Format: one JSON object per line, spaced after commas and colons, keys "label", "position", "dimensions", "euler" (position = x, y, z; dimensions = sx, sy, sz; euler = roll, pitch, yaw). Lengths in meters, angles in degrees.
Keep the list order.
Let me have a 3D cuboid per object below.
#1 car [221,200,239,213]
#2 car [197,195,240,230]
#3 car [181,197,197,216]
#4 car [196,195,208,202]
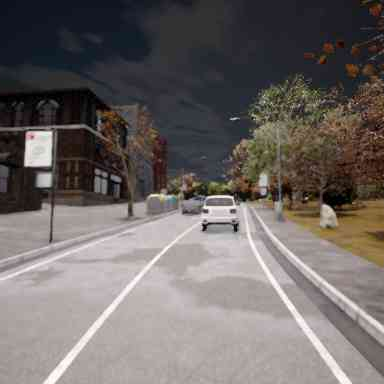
{"label": "car", "position": [4.561, 1.673, 39.450], "dimensions": [1.895, 1.301, 4.718], "euler": [-1, 0, 8]}
{"label": "car", "position": [1.891, 1.253, 21.331], "dimensions": [2.150, 2.045, 5.566], "euler": [-1, 0, 8]}
{"label": "car", "position": [0.089, 1.606, 34.528], "dimensions": [1.837, 1.490, 4.892], "euler": [-1, 0, 9]}
{"label": "car", "position": [2.258, 1.448, 76.186], "dimensions": [1.882, 1.535, 5.008], "euler": [1, 0, -11]}
